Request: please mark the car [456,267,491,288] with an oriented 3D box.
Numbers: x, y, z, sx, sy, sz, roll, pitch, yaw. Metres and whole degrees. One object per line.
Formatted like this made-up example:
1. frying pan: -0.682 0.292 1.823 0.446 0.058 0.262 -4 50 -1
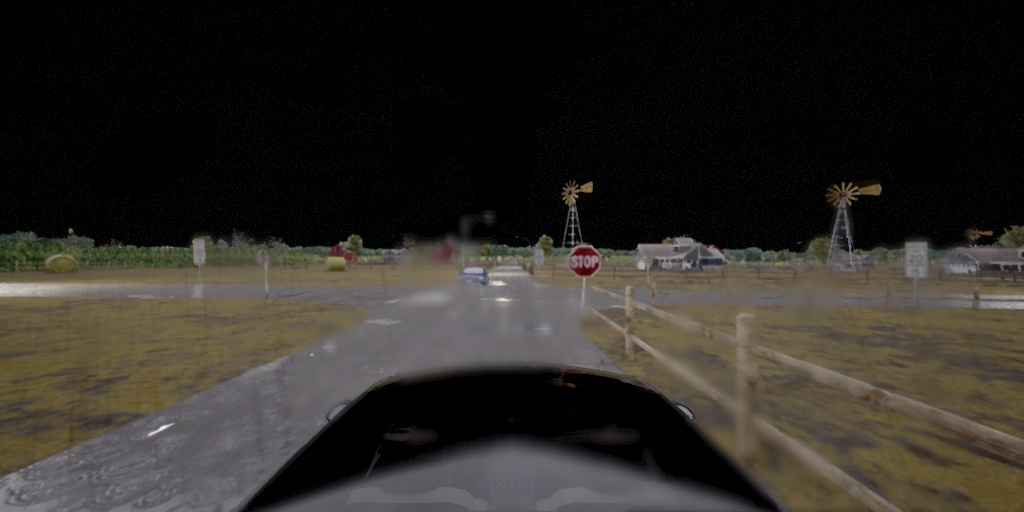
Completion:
1. car: -2.605 1.472 25.320 1.812 1.442 4.674 0 -1 0
